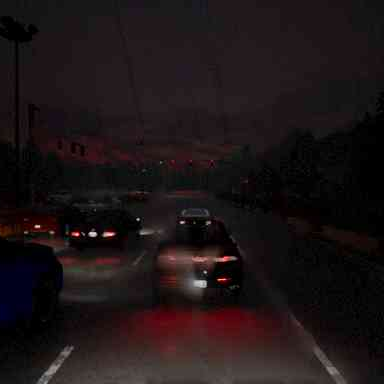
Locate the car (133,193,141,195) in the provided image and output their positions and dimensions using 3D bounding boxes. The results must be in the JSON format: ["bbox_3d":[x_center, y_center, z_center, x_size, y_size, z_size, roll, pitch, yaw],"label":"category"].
[{"bbox_3d":[-13.552,0.916,81.657,1.812,1.442,4.674,0,0,0],"label":"car"}]

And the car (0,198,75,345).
[{"bbox_3d":[-3.387,1.204,3.606,2.150,2.045,5.566,0,0,0],"label":"car"}]

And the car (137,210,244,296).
[{"bbox_3d":[0.127,1.438,8.462,2.128,1.511,4.902,0,0,0],"label":"car"}]

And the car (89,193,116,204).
[{"bbox_3d":[-13.818,1.109,51.776,2.128,1.511,4.902,0,0,0],"label":"car"}]

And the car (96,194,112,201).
[{"bbox_3d":[-17.165,1.077,65.386,1.994,1.385,4.181,0,0,1],"label":"car"}]

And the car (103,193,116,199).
[{"bbox_3d":[-20.545,0.976,83.030,1.895,1.301,4.718,0,0,0],"label":"car"}]

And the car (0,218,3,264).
[{"bbox_3d":[-6.881,1.512,8.207,1.994,1.385,4.181,0,0,1],"label":"car"}]

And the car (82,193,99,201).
[{"bbox_3d":[-20.634,0.975,67.739,1.882,1.535,5.008,0,0,0],"label":"car"}]

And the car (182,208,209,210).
[{"bbox_3d":[0.174,1.476,17.792,1.895,1.301,4.718,0,0,0],"label":"car"}]

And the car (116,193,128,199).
[{"bbox_3d":[-17.058,0.951,80.677,1.994,1.385,4.181,0,0,0],"label":"car"}]

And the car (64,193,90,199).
[{"bbox_3d":[-17.326,1.226,50.810,1.895,1.301,4.718,0,0,0],"label":"car"}]

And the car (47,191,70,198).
[{"bbox_3d":[-20.813,0.834,52.409,2.150,2.045,5.566,0,0,0],"label":"car"}]

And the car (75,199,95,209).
[{"bbox_3d":[-6.843,1.358,17.192,1.882,1.535,5.008,0,0,0],"label":"car"}]

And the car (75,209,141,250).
[{"bbox_3d":[-3.348,1.453,13.779,2.033,1.411,5.357,0,0,0],"label":"car"}]

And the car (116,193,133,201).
[{"bbox_3d":[-13.649,1.031,66.671,1.812,1.442,4.674,0,1,1],"label":"car"}]
